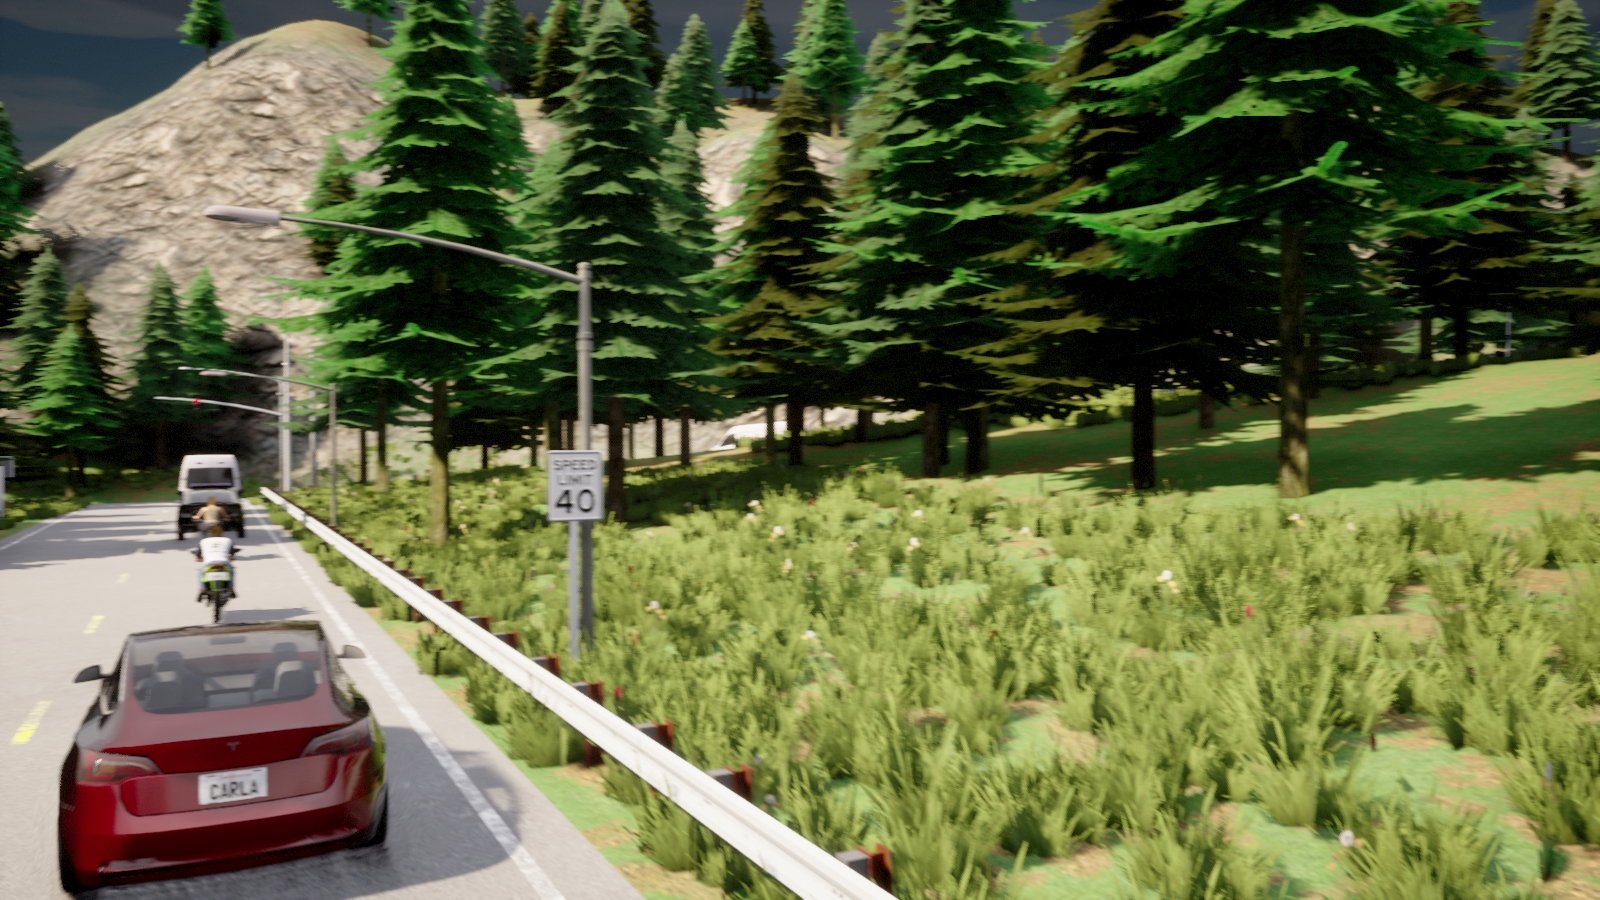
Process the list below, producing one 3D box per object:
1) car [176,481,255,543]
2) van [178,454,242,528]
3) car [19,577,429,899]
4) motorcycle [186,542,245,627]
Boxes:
[{"bbox_3d":[-18.730,1.907,36.579,2.097,1.638,5.238,0,0,-27],"label":"car"},{"bbox_3d":[-22.263,1.448,43.103,1.988,2.561,5.915,0,0,-28],"label":"van"},{"bbox_3d":[-4.428,2.038,8.921,2.163,1.488,4.792,0,0,-27],"label":"car"},{"bbox_3d":[-9.615,2.169,18.784,0.803,1.145,2.033,0,0,-27],"label":"motorcycle"}]
